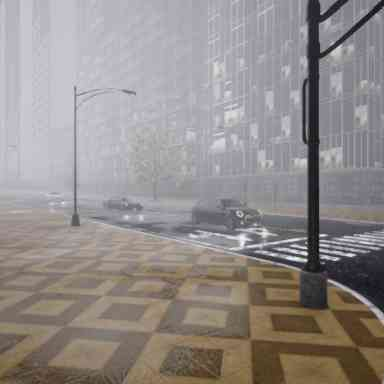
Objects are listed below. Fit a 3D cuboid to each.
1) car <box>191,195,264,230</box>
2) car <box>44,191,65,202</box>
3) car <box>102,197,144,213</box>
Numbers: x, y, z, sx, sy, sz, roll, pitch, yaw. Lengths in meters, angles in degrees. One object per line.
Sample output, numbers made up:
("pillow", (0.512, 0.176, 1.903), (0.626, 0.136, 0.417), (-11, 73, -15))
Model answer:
("car", (1.945, 1.102, 19.239), (2.097, 1.767, 4.553), (0, 1, -38))
("car", (-19.185, 0.647, 46.250), (1.812, 1.442, 4.674), (0, 1, -38))
("car", (-6.157, 1.111, 29.512), (1.895, 1.301, 4.718), (0, 1, -38))
